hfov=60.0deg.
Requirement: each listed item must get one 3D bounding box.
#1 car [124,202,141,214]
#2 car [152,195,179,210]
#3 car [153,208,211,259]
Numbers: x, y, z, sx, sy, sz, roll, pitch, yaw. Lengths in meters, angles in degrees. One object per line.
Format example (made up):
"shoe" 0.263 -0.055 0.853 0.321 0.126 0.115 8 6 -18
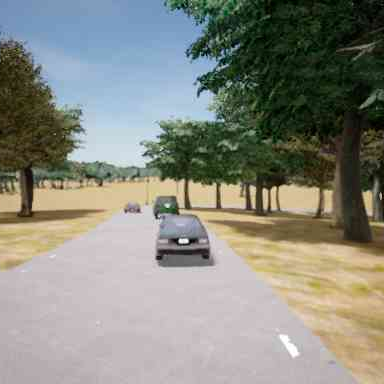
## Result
"car" -7.138 1.856 40.051 1.994 1.385 4.181 -1 -1 -9
"car" -2.489 1.338 31.013 2.150 2.045 5.566 -1 -1 -8
"car" -0.413 1.540 12.583 2.033 1.411 5.357 0 0 -4
